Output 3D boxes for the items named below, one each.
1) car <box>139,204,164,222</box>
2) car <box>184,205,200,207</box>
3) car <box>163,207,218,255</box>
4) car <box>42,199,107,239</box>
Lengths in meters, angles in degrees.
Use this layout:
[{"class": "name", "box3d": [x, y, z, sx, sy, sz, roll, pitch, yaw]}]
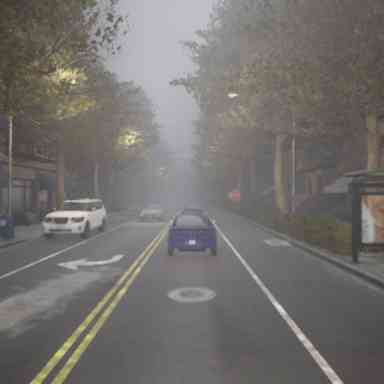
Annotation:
[{"class": "car", "box3d": [-3.526, 1.868, 30.113, 1.812, 1.442, 4.674, 0, -1, 0]}, {"class": "car", "box3d": [0.017, 1.817, 28.463, 2.128, 1.511, 4.902, 0, -1, 0]}, {"class": "car", "box3d": [0.026, 1.640, 14.196, 1.882, 1.535, 5.008, 0, 0, 0]}, {"class": "car", "box3d": [-6.557, 1.448, 19.273, 2.435, 2.045, 5.566, 0, -1, 0]}]
